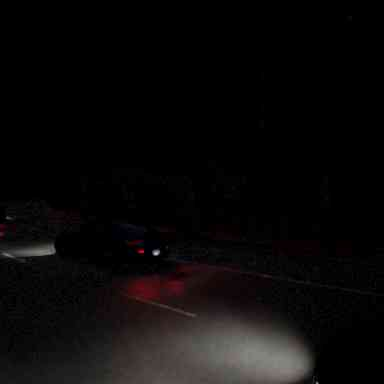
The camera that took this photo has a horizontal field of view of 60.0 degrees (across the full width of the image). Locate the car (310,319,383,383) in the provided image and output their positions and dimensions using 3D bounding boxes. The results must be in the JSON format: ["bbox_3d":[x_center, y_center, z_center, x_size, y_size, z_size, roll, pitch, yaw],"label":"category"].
[{"bbox_3d":[3.220,1.517,1.863,4.892,1.490,1.837,0,0,35],"label":"car"}]

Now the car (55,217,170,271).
[{"bbox_3d":[-2.742,1.550,11.042,4.674,1.442,1.812,0,0,42],"label":"car"}]

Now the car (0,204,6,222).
[{"bbox_3d":[-15.545,1.537,25.571,1.837,1.490,4.892,-1,0,-35],"label":"car"}]
